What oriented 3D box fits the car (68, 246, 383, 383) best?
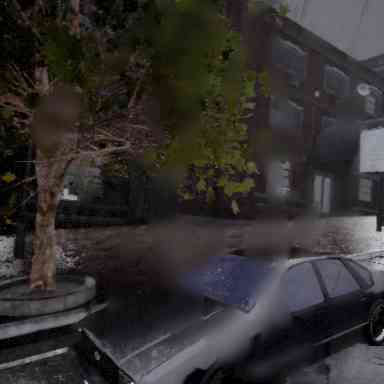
[{"bbox_3d":[1.157,1.558,4.821,5.357,1.411,2.033,0,0,-36],"label":"car"}]
